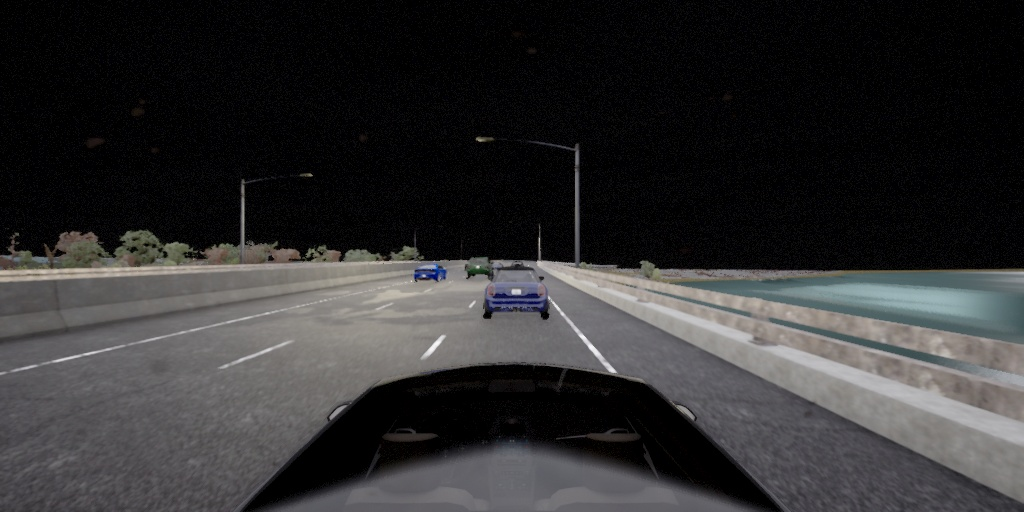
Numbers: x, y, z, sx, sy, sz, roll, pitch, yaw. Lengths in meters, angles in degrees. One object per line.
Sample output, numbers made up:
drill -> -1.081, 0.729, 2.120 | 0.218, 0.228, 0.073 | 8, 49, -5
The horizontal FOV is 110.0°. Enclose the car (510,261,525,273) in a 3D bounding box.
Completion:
car -> 0.787, 1.497, 49.201 | 1.837, 1.490, 4.892 | 0, 0, 2

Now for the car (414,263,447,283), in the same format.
car -> -6.654, 1.359, 29.732 | 1.882, 1.535, 5.008 | 0, 0, 1

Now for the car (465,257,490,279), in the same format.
car -> -3.052, 1.133, 35.127 | 2.150, 2.045, 5.566 | 0, 0, 1

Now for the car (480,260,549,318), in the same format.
car -> 0.152, 1.154, 13.344 | 2.097, 1.767, 4.553 | 0, 0, 0
